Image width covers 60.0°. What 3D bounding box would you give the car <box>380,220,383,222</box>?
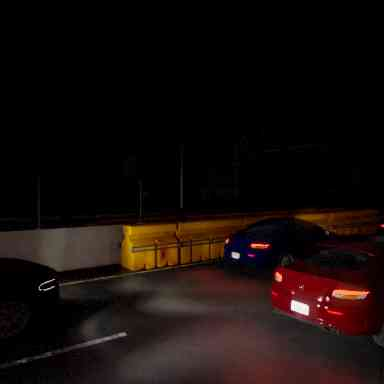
[{"bbox_3d":[10.842,1.547,15.779,5.357,1.411,2.033,0,0,-36],"label":"car"}]

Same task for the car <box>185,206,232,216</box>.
[{"bbox_3d":[0.237,1.601,21.365,4.718,1.301,1.895,0,0,-36],"label":"car"}]

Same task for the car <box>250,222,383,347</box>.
[{"bbox_3d":[3.441,1.526,6.211,4.674,1.442,1.812,0,0,-36],"label":"car"}]

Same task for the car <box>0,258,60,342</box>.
[{"bbox_3d":[-4.570,1.478,4.785,5.008,1.535,1.882,0,0,-35],"label":"car"}]

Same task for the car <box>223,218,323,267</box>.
[{"bbox_3d":[3.042,1.526,10.220,4.674,1.442,1.812,0,0,-35],"label":"car"}]
